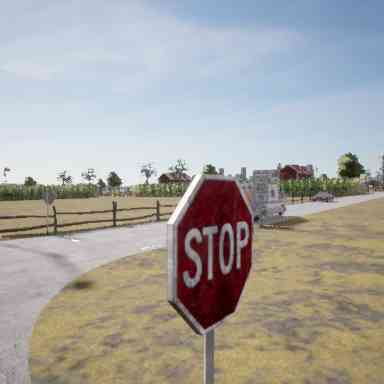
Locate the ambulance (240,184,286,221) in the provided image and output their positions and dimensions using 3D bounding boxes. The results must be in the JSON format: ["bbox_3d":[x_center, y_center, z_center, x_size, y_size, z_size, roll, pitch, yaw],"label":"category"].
[{"bbox_3d":[4.600,0.648,23.289,2.351,2.431,6.366,0,1,36],"label":"ambulance"}]

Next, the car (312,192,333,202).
[{"bbox_3d":[18.472,0.704,46.852,1.994,1.385,4.181,0,1,36],"label":"car"}]
